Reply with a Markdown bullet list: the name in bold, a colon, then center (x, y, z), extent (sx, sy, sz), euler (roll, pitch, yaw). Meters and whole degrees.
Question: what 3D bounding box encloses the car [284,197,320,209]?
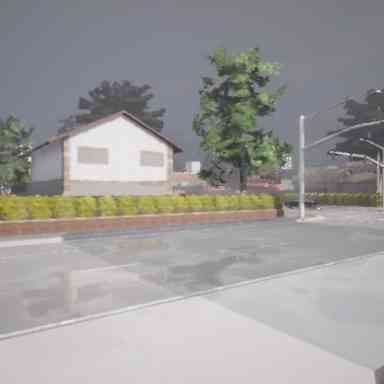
- **car**: center (14.389, 1.459, 43.804), extent (2.128, 1.511, 4.902), euler (0, 0, -35)
